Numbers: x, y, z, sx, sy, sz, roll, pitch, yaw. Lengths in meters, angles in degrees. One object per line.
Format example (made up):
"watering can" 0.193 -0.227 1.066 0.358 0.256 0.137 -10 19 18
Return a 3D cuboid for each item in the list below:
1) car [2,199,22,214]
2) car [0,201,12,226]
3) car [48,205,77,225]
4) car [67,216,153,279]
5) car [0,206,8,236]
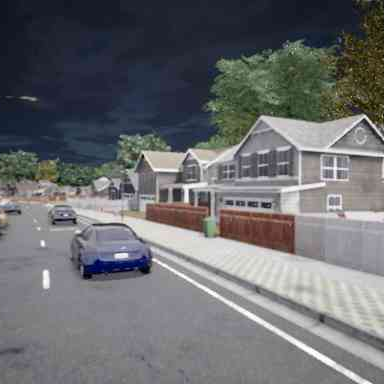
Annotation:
"car" -20.990 1.862 38.873 2.033 1.411 5.357 0 -1 -29
"car" -13.283 1.647 22.132 1.801 1.575 5.366 0 -1 -27
"car" -10.480 1.790 26.822 2.033 1.411 5.357 0 -1 -27
"car" -2.701 1.679 10.657 1.994 1.385 4.181 0 -1 -24
"car" -10.545 1.654 16.568 1.837 1.490 4.892 0 -1 -26
